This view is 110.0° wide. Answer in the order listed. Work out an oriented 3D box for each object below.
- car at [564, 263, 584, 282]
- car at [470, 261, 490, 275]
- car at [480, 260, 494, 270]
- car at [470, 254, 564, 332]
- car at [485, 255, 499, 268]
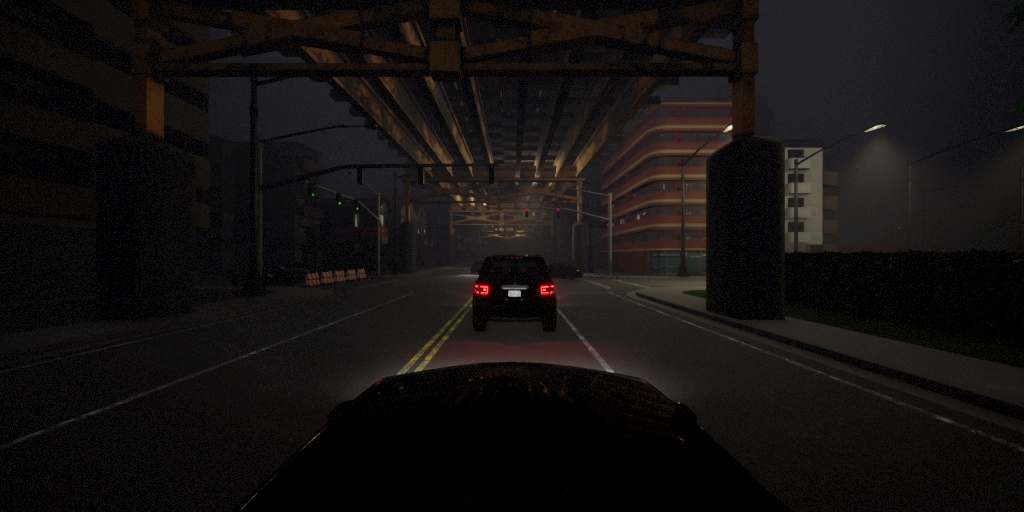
[{"bbox_3d":[3.496,1.275,29.264,4.674,1.442,1.812,0,0,17],"label":"car"},{"bbox_3d":[-3.569,1.276,40.690,1.812,1.442,4.674,0,0,0],"label":"car"},{"bbox_3d":[-3.555,1.275,51.716,1.812,1.442,4.674,0,0,0],"label":"car"},{"bbox_3d":[0.076,0.971,11.054,2.150,2.045,5.566,0,0,0],"label":"car"},{"bbox_3d":[-3.515,0.934,64.504,2.150,2.045,5.566,0,2,0],"label":"car"}]
